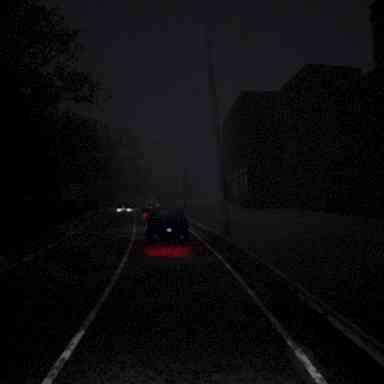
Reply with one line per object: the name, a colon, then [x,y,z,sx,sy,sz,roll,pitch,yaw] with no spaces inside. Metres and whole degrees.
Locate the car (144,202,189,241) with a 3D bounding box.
car: [-1.314,1.494,16.875,1.882,1.535,5.008,1,0,-7]

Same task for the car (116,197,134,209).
car: [-8.729,1.405,44.104,2.033,1.411,5.357,0,0,-4]

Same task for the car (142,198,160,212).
car: [-4.596,1.451,37.541,1.812,1.442,4.674,1,0,-8]
